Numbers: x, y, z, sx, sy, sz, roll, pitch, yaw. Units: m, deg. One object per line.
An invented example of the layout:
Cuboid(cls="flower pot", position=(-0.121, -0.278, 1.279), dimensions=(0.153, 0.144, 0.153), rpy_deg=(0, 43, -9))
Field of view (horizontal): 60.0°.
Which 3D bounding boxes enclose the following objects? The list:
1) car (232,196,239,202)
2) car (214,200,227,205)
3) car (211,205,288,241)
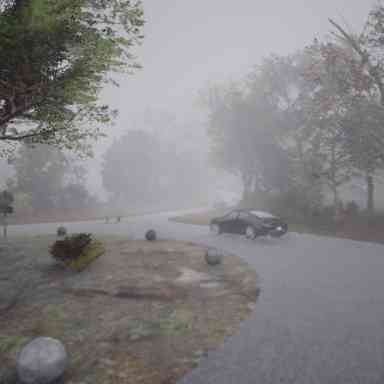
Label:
Cuboid(cls="car", position=(11.898, 1.860, 91.028), dimensions=(1.895, 1.301, 4.718), rpy_deg=(-1, 2, 10))
Cuboid(cls="car", position=(5.542, 2.276, 65.299), dimensions=(2.033, 1.411, 5.357), rpy_deg=(-2, -1, 17))
Cuboid(cls="car", position=(2.958, 1.674, 18.270), dimensions=(1.882, 1.535, 5.008), rpy_deg=(0, -1, -31))
